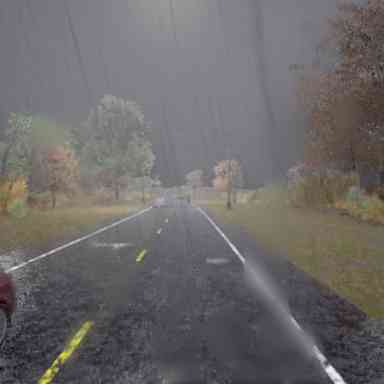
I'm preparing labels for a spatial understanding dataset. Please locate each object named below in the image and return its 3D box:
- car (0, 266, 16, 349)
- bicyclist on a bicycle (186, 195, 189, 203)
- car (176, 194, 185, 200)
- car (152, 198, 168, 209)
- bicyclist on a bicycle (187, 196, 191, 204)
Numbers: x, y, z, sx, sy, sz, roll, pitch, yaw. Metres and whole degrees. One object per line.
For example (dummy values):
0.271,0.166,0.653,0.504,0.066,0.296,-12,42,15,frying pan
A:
-3.614,1.532,3.362,1.812,1.442,4.674,0,0,0,car
-0.894,1.552,71.124,0.582,1.620,1.656,0,-1,-3,bicyclist on a bicycle
-2.862,1.437,88.791,1.837,1.490,4.892,0,0,-4,car
-4.373,1.593,45.919,1.812,1.442,4.674,0,0,-2,car
-0.455,1.540,62.117,0.582,1.620,1.656,0,-1,-3,bicyclist on a bicycle
